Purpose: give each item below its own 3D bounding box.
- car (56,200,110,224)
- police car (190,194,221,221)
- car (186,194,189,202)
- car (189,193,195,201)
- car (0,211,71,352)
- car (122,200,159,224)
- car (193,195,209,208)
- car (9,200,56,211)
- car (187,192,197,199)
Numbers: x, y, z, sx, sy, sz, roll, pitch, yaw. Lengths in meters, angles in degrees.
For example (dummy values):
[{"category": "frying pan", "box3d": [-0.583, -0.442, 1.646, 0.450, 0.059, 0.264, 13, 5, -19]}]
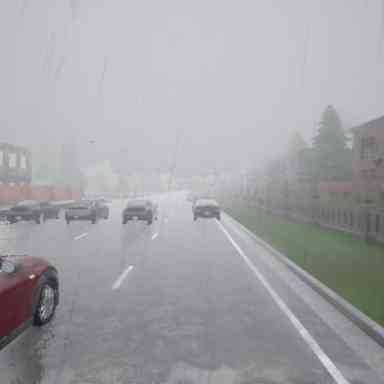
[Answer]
[{"category": "car", "box3d": [-6.922, 1.274, 22.352, 2.128, 1.511, 4.902, 0, 1, 0]}, {"category": "police car", "box3d": [1.026, 1.183, 24.783, 1.930, 1.638, 5.238, 0, 1, 0]}, {"category": "car", "box3d": [-0.053, 1.037, 57.885, 1.895, 1.301, 4.718, 0, 1, 0]}, {"category": "car", "box3d": [1.016, 1.013, 34.642, 2.097, 1.767, 4.553, 0, 1, 0]}, {"category": "car", "box3d": [-3.405, 1.311, 4.061, 2.097, 1.767, 4.553, 0, 1, 0]}, {"category": "car", "box3d": [-3.422, 1.286, 22.426, 1.837, 1.490, 4.892, 0, 1, 0]}, {"category": "car", "box3d": [1.011, 1.129, 40.673, 1.812, 1.442, 4.674, 0, 1, 0]}, {"category": "car", "box3d": [-10.421, 1.287, 22.424, 1.837, 1.490, 4.892, 0, 1, 0]}, {"category": "car", "box3d": [-0.069, 0.811, 72.528, 2.033, 1.411, 5.357, 0, 1, 0]}]
